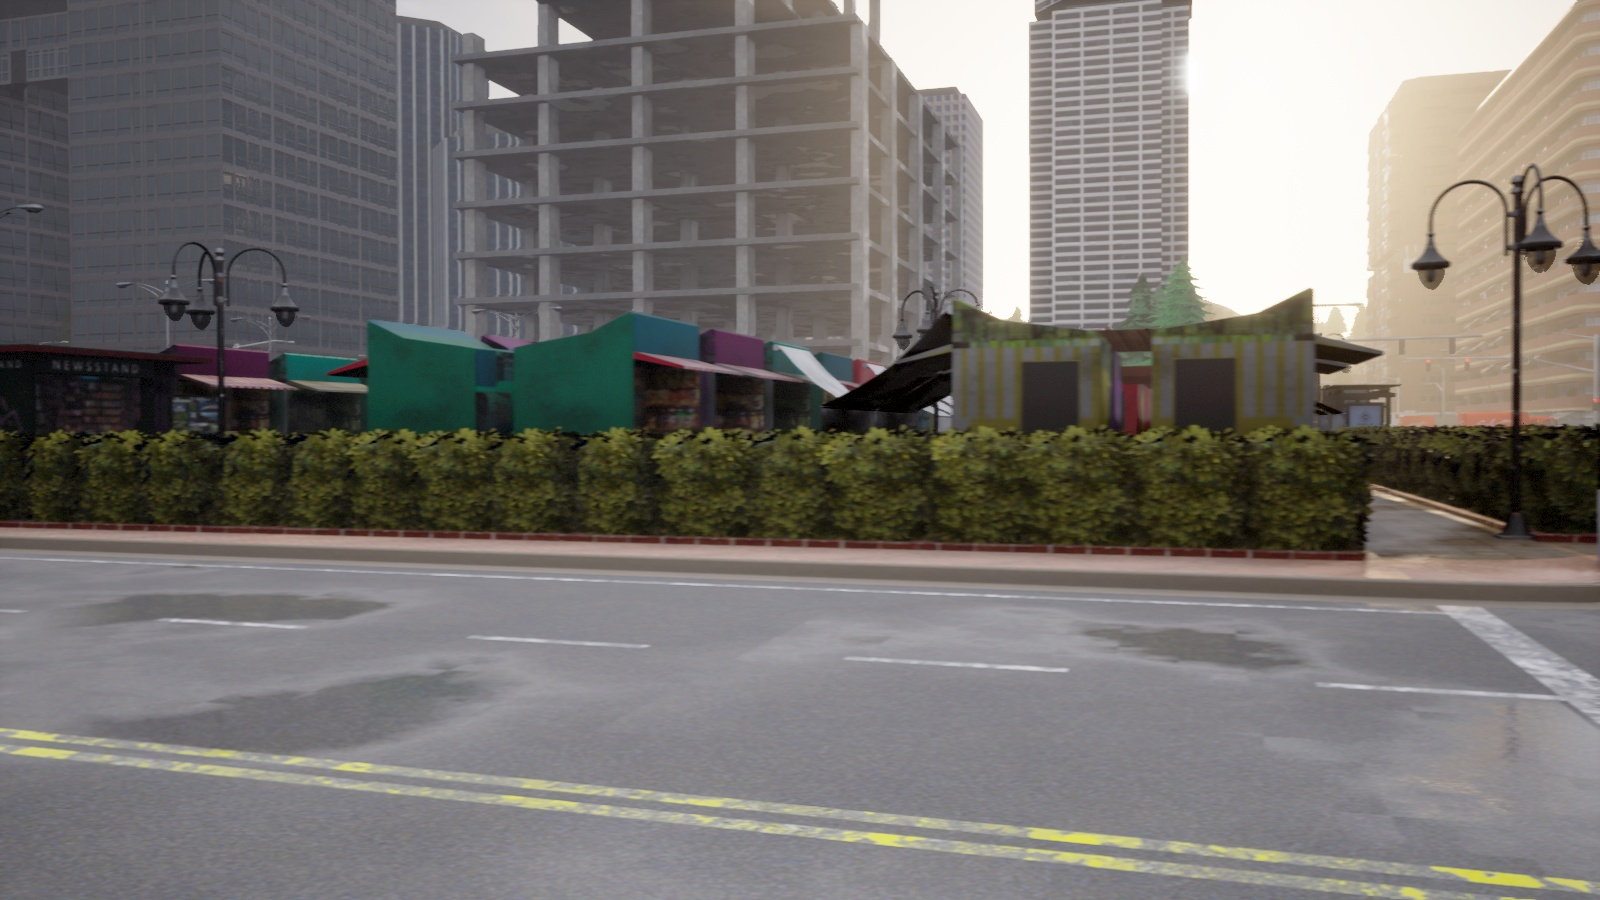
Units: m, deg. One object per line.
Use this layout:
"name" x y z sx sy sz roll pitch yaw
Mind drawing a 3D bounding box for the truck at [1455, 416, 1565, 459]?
"truck" 42.265 -0.748 74.898 5.204 2.467 2.627 0 1 17
